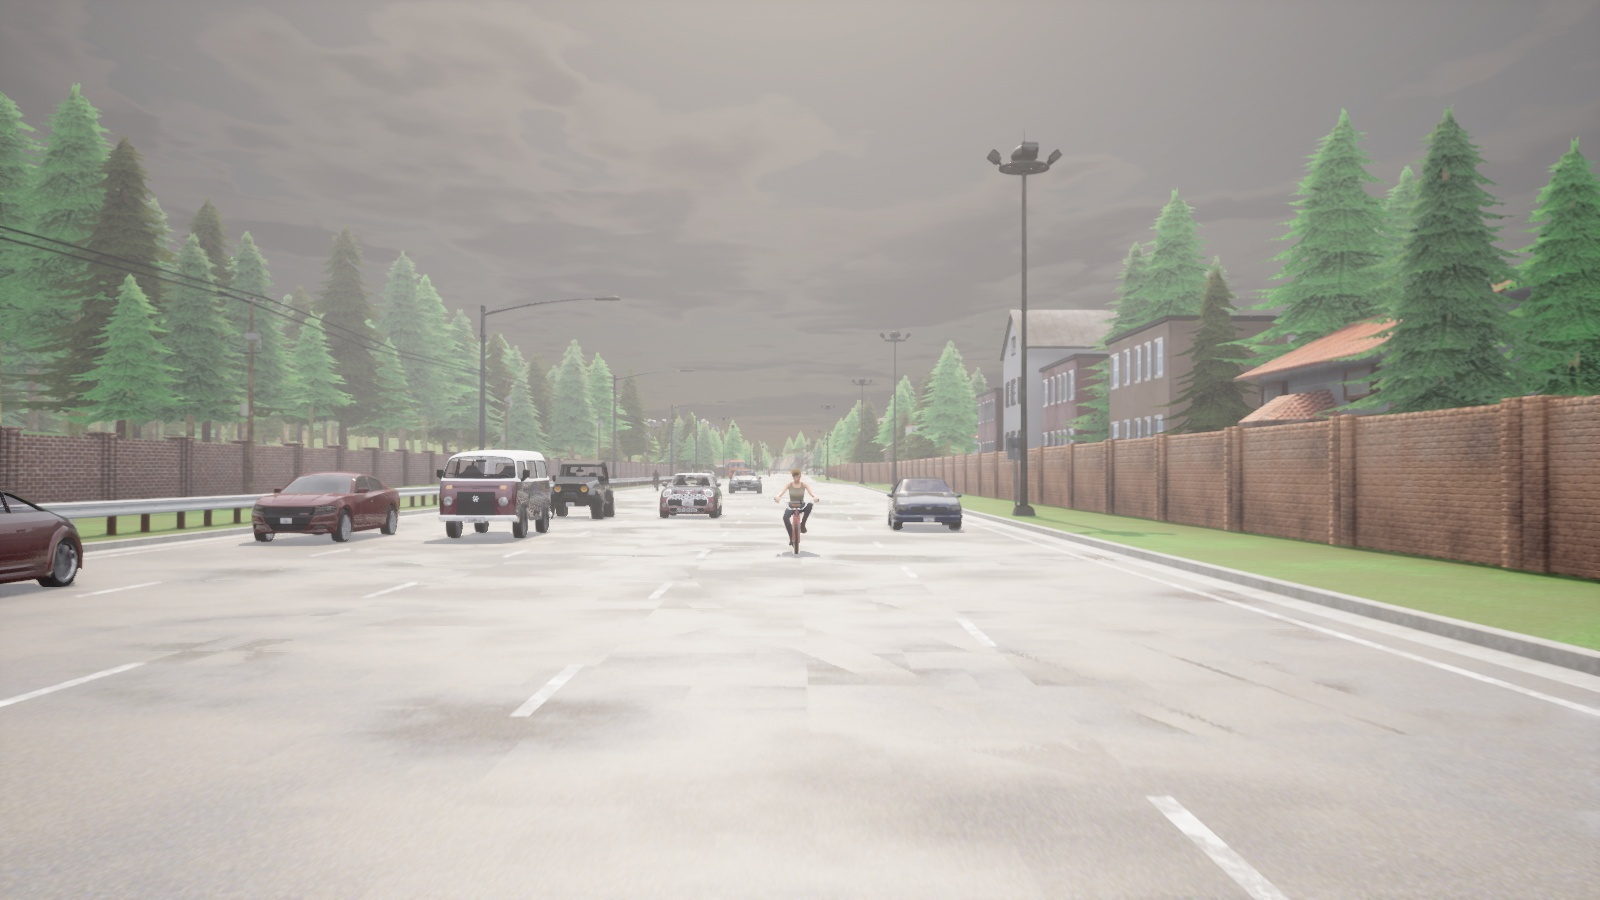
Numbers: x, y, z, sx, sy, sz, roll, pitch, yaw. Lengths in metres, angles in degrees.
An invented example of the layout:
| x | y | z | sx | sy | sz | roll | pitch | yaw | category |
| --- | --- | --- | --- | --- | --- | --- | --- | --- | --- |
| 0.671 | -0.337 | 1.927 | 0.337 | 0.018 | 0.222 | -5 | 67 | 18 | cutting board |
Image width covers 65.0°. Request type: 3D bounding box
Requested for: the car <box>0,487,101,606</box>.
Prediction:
| x | y | z | sx | sy | sz | roll | pitch | yaw | category |
| --- | --- | --- | --- | --- | --- | --- | --- | --- | --- |
| -10.537 | 1.173 | 15.045 | 1.994 | 1.385 | 4.181 | 0 | -1 | 0 | car |

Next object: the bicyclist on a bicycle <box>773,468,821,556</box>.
| x | y | z | sx | sy | sz | roll | pitch | yaw | category |
| --- | --- | --- | --- | --- | --- | --- | --- | --- | --- |
| -0.054 | 1.150 | 23.797 | 0.866 | 1.612 | 1.509 | 0 | -1 | 0 | bicyclist on a bicycle |

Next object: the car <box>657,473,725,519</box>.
| x | y | z | sx | sy | sz | roll | pitch | yaw | category |
| --- | --- | --- | --- | --- | --- | --- | --- | --- | --- |
| -3.604 | 1.499 | 42.101 | 1.970 | 1.475 | 3.806 | 0 | -1 | 0 | car |

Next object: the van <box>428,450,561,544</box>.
| x | y | z | sx | sy | sz | roll | pitch | yaw | category |
| --- | --- | --- | --- | --- | --- | --- | --- | --- | --- |
| -7.074 | 1.061 | 29.573 | 2.069 | 2.038 | 4.480 | 0 | -1 | 0 | van |

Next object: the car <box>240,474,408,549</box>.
| x | y | z | sx | sy | sz | roll | pitch | yaw | category |
| --- | --- | --- | --- | --- | --- | --- | --- | --- | --- |
| -10.570 | 1.309 | 28.327 | 1.882 | 1.535 | 5.008 | 0 | -1 | 0 | car |

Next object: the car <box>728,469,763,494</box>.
| x | y | z | sx | sy | sz | roll | pitch | yaw | category |
| --- | --- | --- | --- | --- | --- | --- | --- | --- | --- |
| -3.714 | 2.117 | 86.210 | 2.242 | 1.667 | 4.611 | 0 | -1 | 0 | car |

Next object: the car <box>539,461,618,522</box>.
| x | y | z | sx | sy | sz | roll | pitch | yaw | category |
| --- | --- | --- | --- | --- | --- | --- | --- | --- | --- |
| -7.101 | 1.319 | 40.597 | 1.905 | 1.878 | 3.866 | 0 | -1 | 0 | car |

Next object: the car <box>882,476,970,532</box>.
| x | y | z | sx | sy | sz | roll | pitch | yaw | category |
| --- | --- | --- | --- | --- | --- | --- | --- | --- | --- |
| 3.399 | 1.431 | 34.826 | 2.033 | 1.411 | 5.357 | 0 | -1 | 1 | car |
